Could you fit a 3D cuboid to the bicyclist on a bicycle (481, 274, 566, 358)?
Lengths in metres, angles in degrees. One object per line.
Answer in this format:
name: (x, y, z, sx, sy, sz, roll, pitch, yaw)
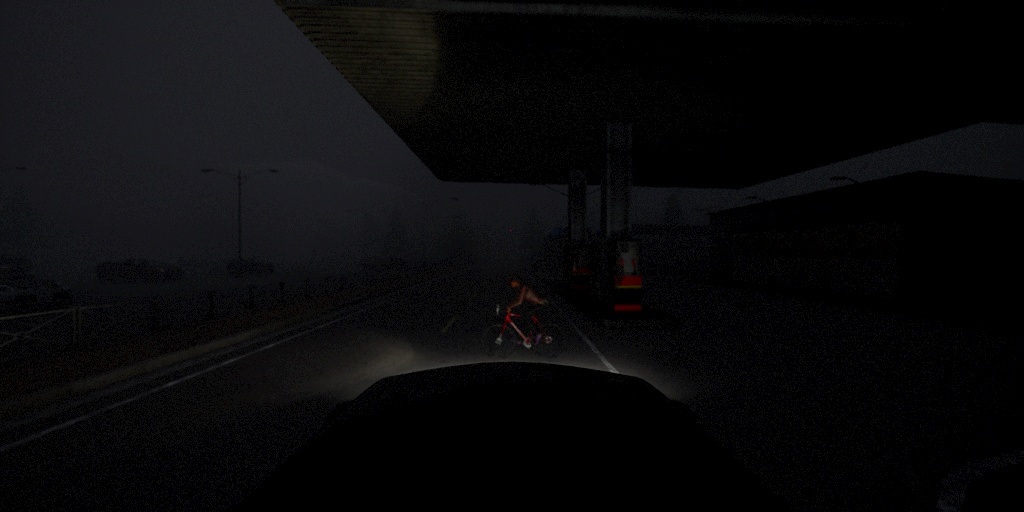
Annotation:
bicyclist on a bicycle: (0.222, 1.169, 6.910, 1.656, 1.620, 0.582, -1, 0, 0)
